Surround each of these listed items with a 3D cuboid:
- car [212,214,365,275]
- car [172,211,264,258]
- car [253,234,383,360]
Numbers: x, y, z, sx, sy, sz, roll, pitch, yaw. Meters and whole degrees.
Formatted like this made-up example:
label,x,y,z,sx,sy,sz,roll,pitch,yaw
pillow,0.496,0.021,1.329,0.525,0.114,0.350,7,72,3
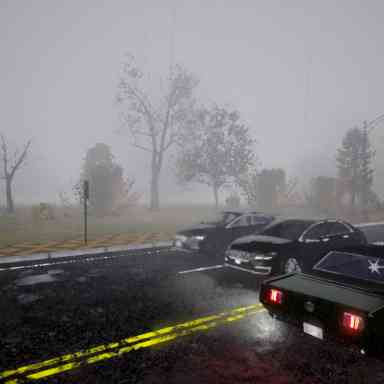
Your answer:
label,x,y,z,sx,sy,sz,roll,pitch,yaw
car,3.174,1.503,9.737,4.892,1.490,1.837,0,0,-34
car,1.583,1.489,12.578,4.902,1.511,2.128,0,0,-34
car,3.480,1.600,5.790,4.718,1.301,1.895,0,0,-35
